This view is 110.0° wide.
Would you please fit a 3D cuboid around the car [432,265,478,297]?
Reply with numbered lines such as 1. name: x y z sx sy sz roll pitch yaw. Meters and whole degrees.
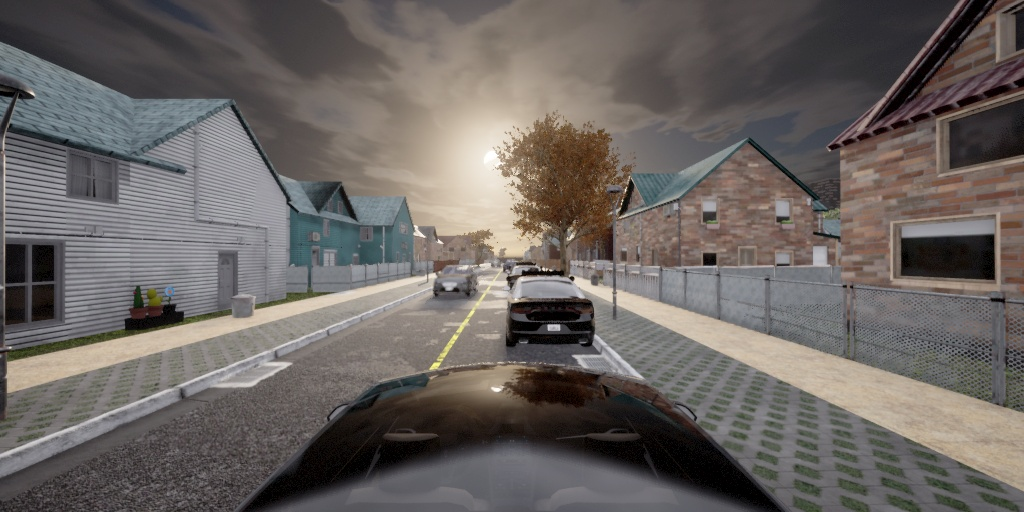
1. car: -2.913 1.250 19.088 2.128 1.511 4.902 0 0 0

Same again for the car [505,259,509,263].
1. car: 0.737 1.113 25.349 2.097 1.767 4.553 0 0 0

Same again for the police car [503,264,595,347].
1. police car: 0.798 1.178 9.489 1.930 1.638 5.238 0 0 0

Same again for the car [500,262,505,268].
1. car: -0.133 1.214 49.086 2.097 1.767 4.553 0 0 0

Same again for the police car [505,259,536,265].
1. police car: 0.760 1.184 19.489 1.930 1.638 5.238 0 0 0
